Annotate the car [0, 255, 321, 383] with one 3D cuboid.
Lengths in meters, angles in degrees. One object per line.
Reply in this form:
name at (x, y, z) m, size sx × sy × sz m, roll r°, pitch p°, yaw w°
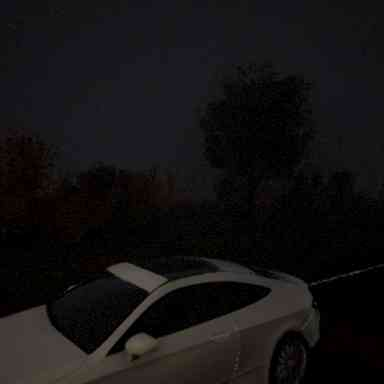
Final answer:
car at (-0.461, 1.525, 3.661) m, size 4.674 × 1.442 × 1.812 m, roll 0°, pitch 0°, yaw -35°
